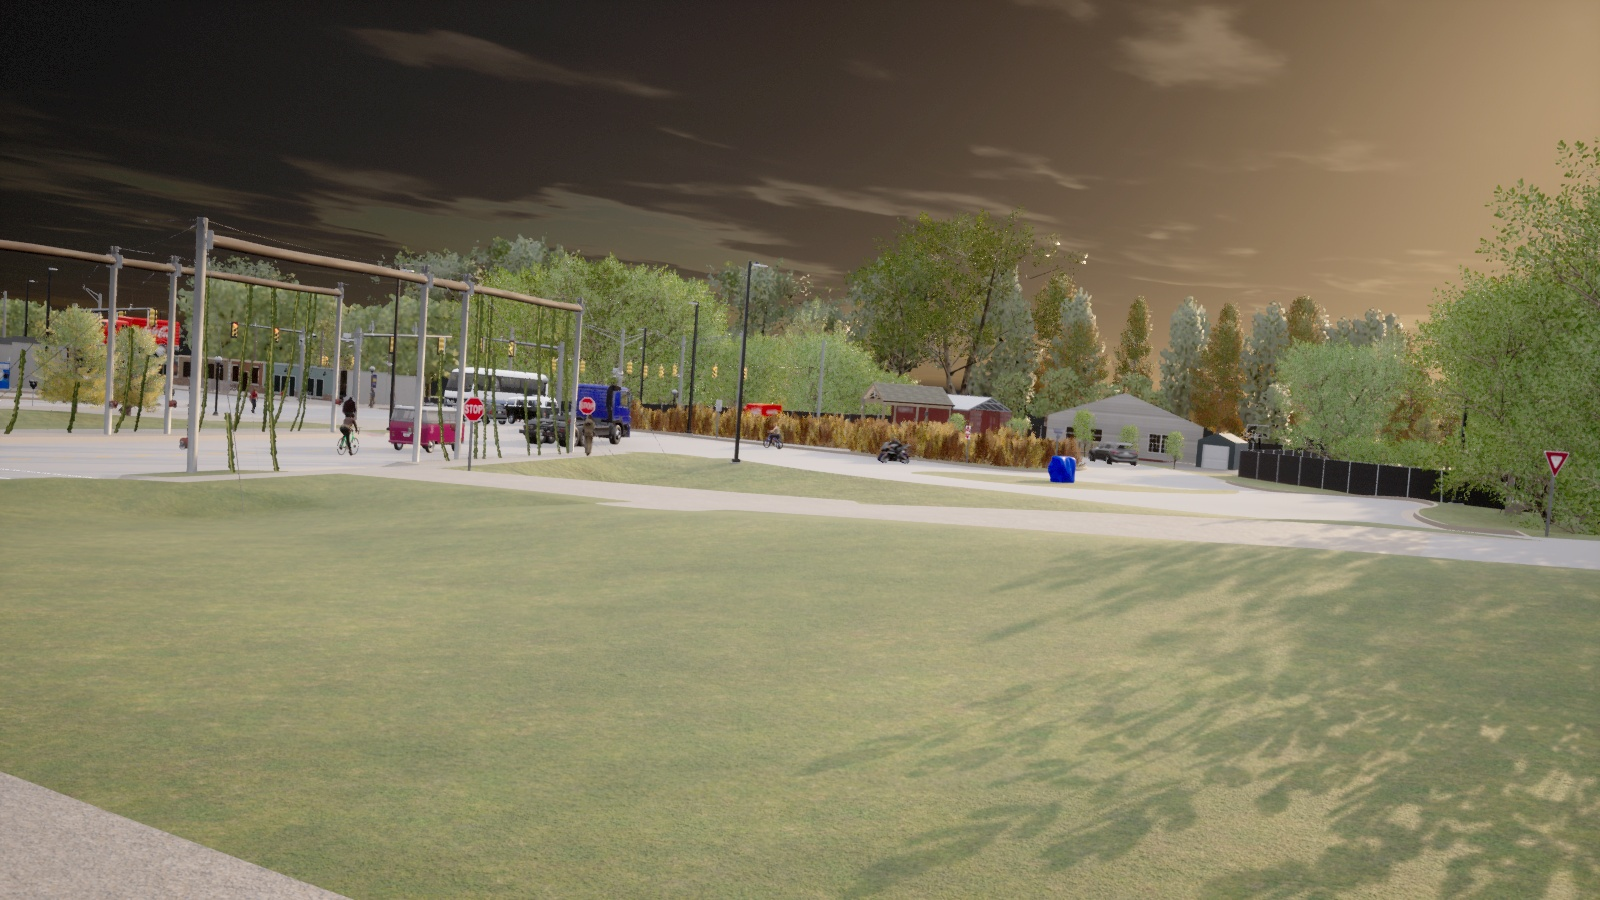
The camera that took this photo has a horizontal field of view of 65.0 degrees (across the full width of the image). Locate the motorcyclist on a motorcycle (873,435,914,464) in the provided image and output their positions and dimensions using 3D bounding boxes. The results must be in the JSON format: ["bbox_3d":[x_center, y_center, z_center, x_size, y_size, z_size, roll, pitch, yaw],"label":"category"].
[{"bbox_3d":[5.329,-0.028,71.546,2.191,1.530,0.866,2,4,-34],"label":"motorcyclist on a motorcycle"}]

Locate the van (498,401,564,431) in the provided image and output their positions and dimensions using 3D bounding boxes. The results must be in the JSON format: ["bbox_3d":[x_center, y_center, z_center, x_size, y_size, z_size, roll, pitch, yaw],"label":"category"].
[{"bbox_3d":[-19.261,-2.458,89.871,4.480,2.038,2.069,3,3,36],"label":"van"}]

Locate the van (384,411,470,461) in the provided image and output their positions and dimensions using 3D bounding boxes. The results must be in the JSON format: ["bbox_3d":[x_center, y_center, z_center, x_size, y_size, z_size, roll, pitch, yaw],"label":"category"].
[{"bbox_3d":[-16.404,-0.647,55.471,1.775,1.987,4.442,4,2,10],"label":"van"}]

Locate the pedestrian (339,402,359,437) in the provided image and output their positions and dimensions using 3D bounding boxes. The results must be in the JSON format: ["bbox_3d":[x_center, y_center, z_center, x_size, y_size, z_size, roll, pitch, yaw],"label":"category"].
[{"bbox_3d":[-24.652,-1.681,68.658,0.634,1.844,0.899,4,3,10],"label":"pedestrian"}]

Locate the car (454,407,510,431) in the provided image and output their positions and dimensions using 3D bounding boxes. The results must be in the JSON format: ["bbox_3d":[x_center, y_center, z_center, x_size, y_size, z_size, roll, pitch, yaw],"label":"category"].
[{"bbox_3d":[-22.151,-2.188,87.417,3.705,1.549,1.789,3,3,35],"label":"car"}]

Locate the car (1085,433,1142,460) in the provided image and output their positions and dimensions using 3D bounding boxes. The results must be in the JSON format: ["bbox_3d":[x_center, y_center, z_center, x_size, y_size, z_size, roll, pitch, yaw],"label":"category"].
[{"bbox_3d":[22.984,-0.303,92.267,2.242,1.667,4.611,2,3,-11],"label":"car"}]

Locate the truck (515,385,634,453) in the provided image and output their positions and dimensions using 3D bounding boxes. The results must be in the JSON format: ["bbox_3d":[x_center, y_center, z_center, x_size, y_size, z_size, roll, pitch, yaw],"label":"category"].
[{"bbox_3d":[-12.521,-1.824,70.635,2.891,3.462,7.936,4,4,19],"label":"truck"}]

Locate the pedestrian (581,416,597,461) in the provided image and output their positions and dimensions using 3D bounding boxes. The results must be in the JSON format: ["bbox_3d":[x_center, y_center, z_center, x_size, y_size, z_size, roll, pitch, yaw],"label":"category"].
[{"bbox_3d":[-9.286,-0.497,55.253,0.396,1.930,0.692,4,3,11],"label":"pedestrian"}]
